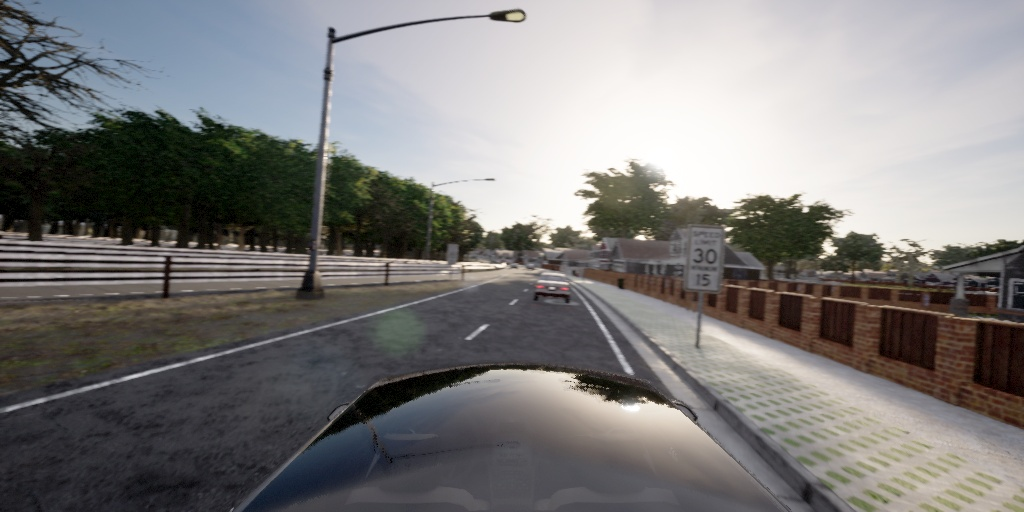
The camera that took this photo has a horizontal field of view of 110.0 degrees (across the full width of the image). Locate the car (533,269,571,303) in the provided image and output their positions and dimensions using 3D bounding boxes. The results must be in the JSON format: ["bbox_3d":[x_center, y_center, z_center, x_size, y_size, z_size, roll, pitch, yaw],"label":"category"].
[{"bbox_3d":[2.210,1.636,19.578,2.033,1.411,5.357,4,-1,7],"label":"car"}]
